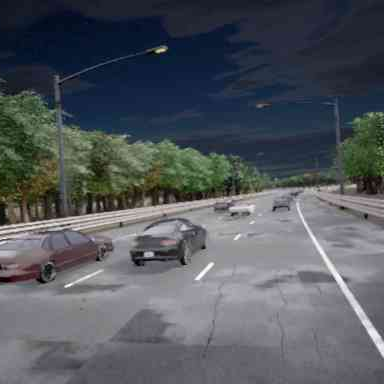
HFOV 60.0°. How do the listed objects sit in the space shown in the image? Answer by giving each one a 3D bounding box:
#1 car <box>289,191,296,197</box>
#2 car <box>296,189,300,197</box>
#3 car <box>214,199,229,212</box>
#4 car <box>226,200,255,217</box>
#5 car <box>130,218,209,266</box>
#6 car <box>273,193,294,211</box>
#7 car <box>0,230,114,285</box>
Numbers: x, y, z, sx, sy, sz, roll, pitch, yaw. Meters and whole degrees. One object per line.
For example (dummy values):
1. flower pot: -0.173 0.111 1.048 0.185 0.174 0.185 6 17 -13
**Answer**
1. car: 17.173 0.975 59.958 2.033 1.411 5.357 -4 -1 18
2. car: 25.542 0.558 84.389 1.837 1.490 4.892 -4 0 20
3. car: 4.003 1.645 41.157 2.128 1.511 4.902 -4 -1 17
4. car: 4.939 1.600 32.121 1.895 1.301 4.718 -4 -1 16
5. car: -0.701 1.699 12.236 1.812 1.442 4.674 -4 -1 15
6. car: 10.024 1.252 37.272 2.033 1.411 5.357 -4 -1 17
7. car: -4.651 1.978 11.089 2.033 1.411 5.357 -4 -1 15
